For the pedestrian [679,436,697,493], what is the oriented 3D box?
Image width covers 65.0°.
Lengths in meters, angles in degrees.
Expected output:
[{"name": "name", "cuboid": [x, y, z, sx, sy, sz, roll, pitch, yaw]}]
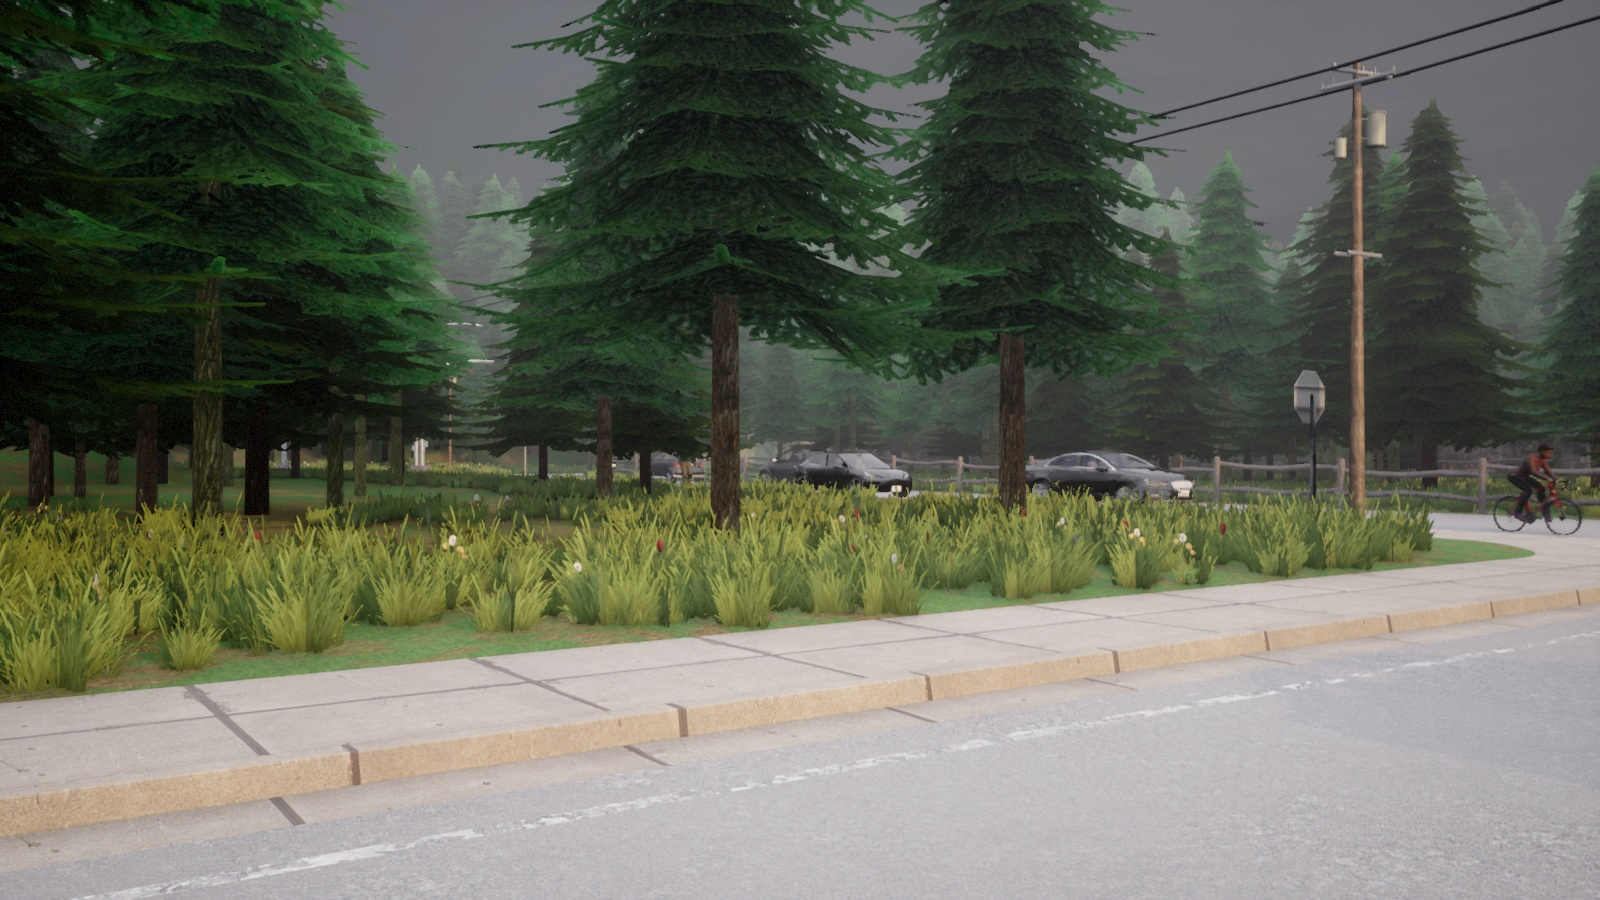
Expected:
[{"name": "pedestrian", "cuboid": [-3.603, 0.465, 40.316, 0.370, 1.835, 0.726, 0, 0, -22]}]

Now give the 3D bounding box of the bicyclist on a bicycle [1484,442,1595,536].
[{"name": "bicyclist on a bicycle", "cuboid": [13.275, 0.665, 22.590, 0.582, 1.620, 1.656, 0, 0, -27]}]

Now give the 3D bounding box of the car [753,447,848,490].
[{"name": "car", "cuboid": [-0.035, 0.708, 49.651, 1.851, 1.617, 3.988, 0, 0, -34]}]

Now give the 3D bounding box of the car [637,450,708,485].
[{"name": "car", "cuboid": [-5.982, 0.818, 58.588, 1.789, 1.549, 3.705, 0, -1, -34]}]

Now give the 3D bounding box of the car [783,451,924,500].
[{"name": "car", "cuboid": [1.650, 0.787, 40.822, 2.163, 1.488, 4.792, 0, 0, -34]}]

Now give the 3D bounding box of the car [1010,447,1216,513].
[{"name": "car", "cuboid": [7.752, 0.702, 31.578, 2.128, 1.511, 4.902, 0, 0, -33]}]
